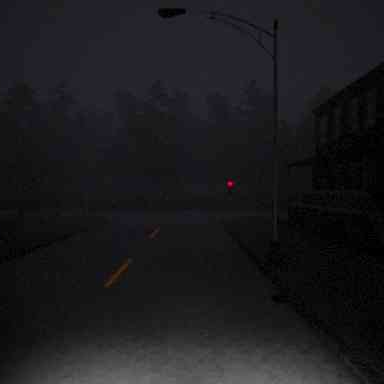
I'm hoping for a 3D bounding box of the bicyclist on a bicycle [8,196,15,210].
[{"bbox_3d":[-22.028,1.368,40.558,0.582,1.620,1.656,0,0,0],"label":"bicyclist on a bicycle"}]
